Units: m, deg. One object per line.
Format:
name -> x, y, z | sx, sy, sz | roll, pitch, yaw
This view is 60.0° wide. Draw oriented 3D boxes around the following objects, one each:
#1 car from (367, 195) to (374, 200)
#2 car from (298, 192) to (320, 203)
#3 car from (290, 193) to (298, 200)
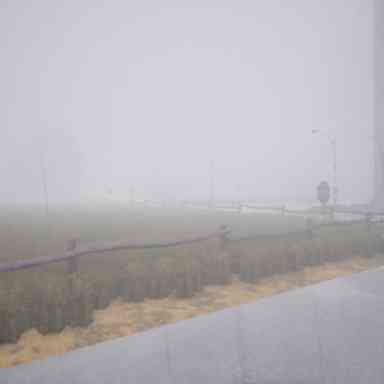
car -> 42.048, 1.001, 75.328 | 1.905, 1.878, 3.866 | 0, 0, -36
car -> 22.506, 1.267, 61.045 | 2.242, 1.667, 4.611 | 0, 0, -36
car -> 26.001, 1.040, 80.016 | 1.932, 1.855, 4.605 | 0, 0, -36
